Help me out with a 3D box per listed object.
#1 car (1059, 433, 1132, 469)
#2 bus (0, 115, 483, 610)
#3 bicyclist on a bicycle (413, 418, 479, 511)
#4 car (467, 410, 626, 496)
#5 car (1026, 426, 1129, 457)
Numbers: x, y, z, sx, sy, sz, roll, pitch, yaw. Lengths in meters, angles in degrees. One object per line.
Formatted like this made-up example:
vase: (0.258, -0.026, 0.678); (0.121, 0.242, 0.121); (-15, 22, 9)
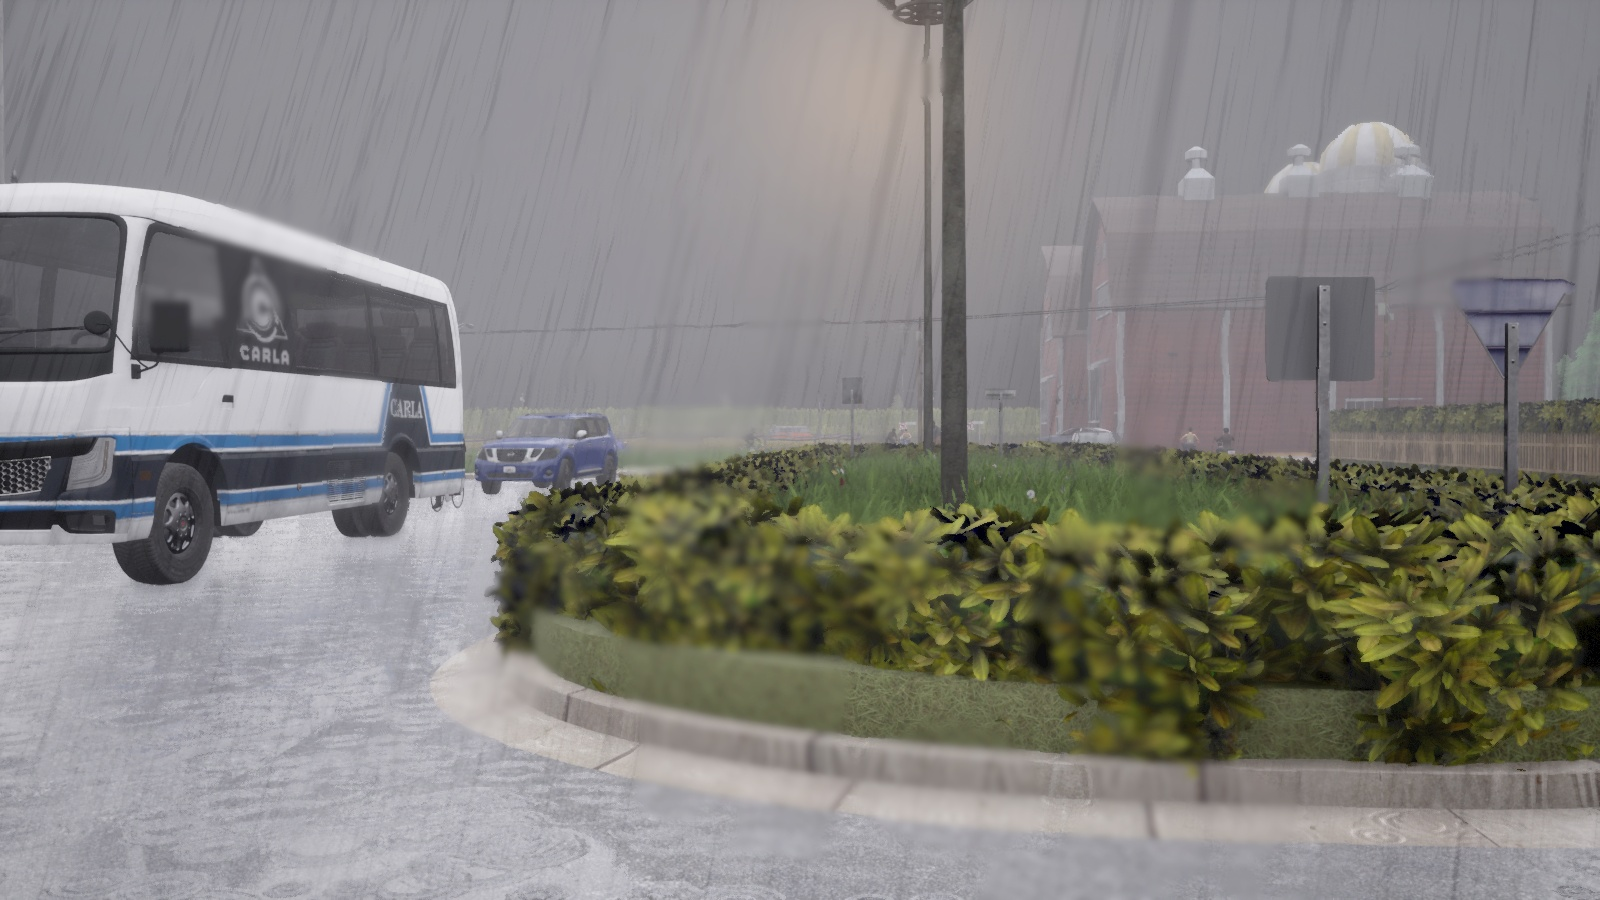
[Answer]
car: (12.620, 0.009, 53.938); (2.163, 1.488, 4.792); (0, 1, 2)
bus: (-7.655, -0.836, 16.062); (3.944, 4.253, 10.273); (0, 1, 4)
bicyclist on a bicycle: (-6.991, 0.272, 24.884); (0.659, 1.776, 1.843); (0, 1, 5)
car: (-6.433, -0.007, 32.696); (2.150, 2.045, 5.566); (1, 2, 10)
car: (15.111, -0.494, 68.445); (5.027, 1.651, 2.152); (1, 1, 38)
